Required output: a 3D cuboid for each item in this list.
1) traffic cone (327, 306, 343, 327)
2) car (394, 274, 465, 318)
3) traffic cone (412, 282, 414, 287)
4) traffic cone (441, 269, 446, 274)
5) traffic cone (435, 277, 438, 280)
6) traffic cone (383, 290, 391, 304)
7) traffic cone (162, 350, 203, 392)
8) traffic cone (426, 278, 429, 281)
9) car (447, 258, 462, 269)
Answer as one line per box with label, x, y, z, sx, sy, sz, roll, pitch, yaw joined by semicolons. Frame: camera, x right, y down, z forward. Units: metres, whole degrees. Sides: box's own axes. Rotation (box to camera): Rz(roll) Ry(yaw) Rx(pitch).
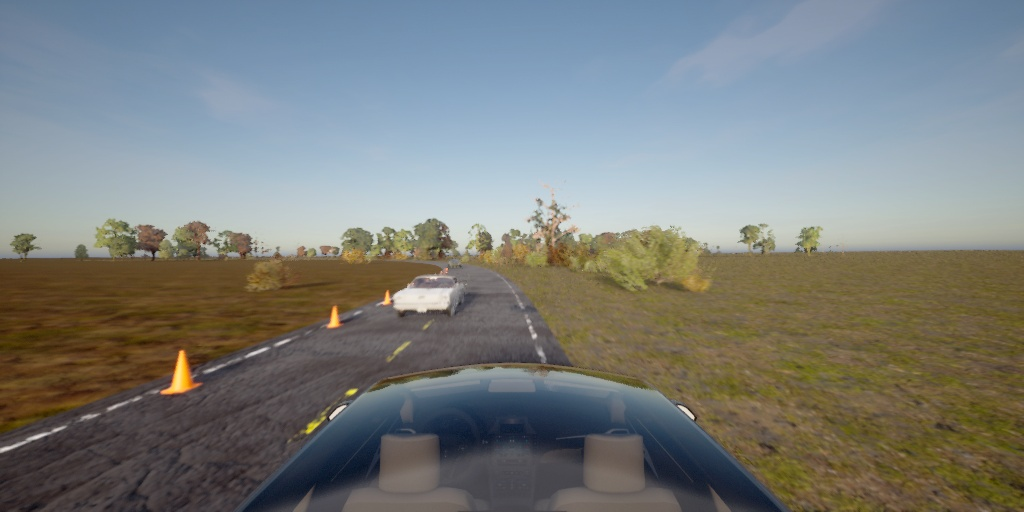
traffic cone;-5.177;1.752;10.490;0.340;0.580;0.340;0;0;-2
car;-2.906;1.379;13.423;1.895;1.301;4.718;0;0;-2
traffic cone;-5.619;1.757;20.386;0.340;0.580;0.340;0;0;-4
traffic cone;-6.928;1.764;35.185;0.340;0.580;0.340;0;0;-7
traffic cone;-6.406;1.762;30.260;0.340;0.580;0.340;0;0;-6
traffic cone;-5.355;1.755;15.440;0.340;0.580;0.340;0;0;-3
traffic cone;-5.085;1.750;5.538;0.340;0.580;0.340;0;0;-1
traffic cone;-5.970;1.759;25.326;0.340;0.580;0.340;0;0;-5
car;-9.658;1.170;59.903;2.097;1.767;4.553;-1;0;-12
